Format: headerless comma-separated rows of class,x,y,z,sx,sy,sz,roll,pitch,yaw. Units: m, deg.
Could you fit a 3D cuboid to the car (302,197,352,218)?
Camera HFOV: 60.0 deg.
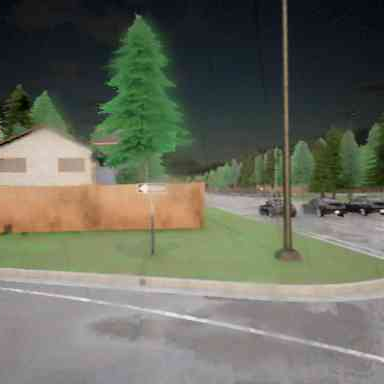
car,10.398,1.208,26.749,1.837,1.490,4.892,-1,0,-5

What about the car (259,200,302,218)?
car,6.862,1.318,26.984,1.994,1.385,4.181,-1,0,-5

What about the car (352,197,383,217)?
car,13.888,1.155,27.045,1.837,1.490,4.892,-1,0,-5
